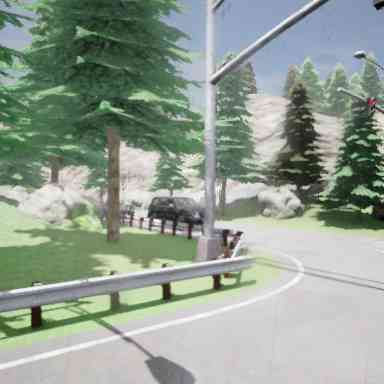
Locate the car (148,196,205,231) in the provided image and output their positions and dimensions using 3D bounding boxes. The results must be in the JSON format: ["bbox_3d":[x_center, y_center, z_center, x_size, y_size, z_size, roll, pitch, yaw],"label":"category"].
[{"bbox_3d":[-0.873,1.324,21.911,2.150,2.045,5.566,1,0,-36],"label":"car"}]

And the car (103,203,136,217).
[{"bbox_3d":[-6.714,1.661,30.012,1.994,1.385,4.181,1,0,-36],"label":"car"}]
